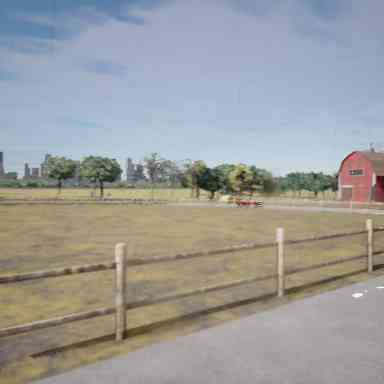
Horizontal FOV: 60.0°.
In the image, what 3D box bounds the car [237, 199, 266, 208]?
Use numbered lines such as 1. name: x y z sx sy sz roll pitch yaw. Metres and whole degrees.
1. car: 9.233 1.780 51.784 1.895 1.301 4.718 -1 0 -35
